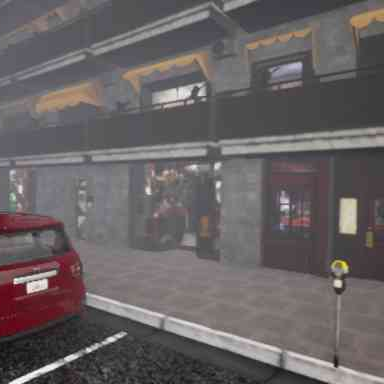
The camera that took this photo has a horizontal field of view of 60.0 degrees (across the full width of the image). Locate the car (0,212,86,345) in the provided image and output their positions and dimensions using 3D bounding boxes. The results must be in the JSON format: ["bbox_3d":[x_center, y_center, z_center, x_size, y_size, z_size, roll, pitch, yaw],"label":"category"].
[{"bbox_3d":[-3.924,1.272,5.660,5.009,1.841,2.192,0,1,36],"label":"car"}]
